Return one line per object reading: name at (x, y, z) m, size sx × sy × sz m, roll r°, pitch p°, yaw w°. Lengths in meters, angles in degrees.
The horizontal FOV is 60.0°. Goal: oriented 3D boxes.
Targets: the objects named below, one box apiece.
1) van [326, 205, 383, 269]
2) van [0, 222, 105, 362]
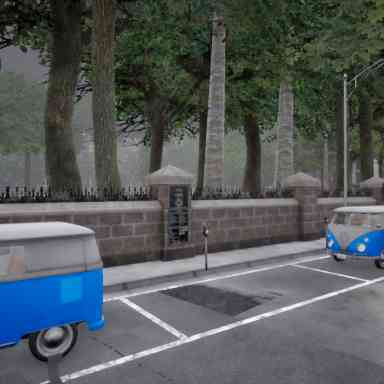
van at (6.040, 1.337, 10.854) m, size 3.998 × 1.788 × 1.690 m, roll 0°, pitch 0°, yaw -36°
van at (-3.167, 1.341, 4.275) m, size 3.998 × 1.788 × 1.690 m, roll 0°, pitch 0°, yaw -36°
